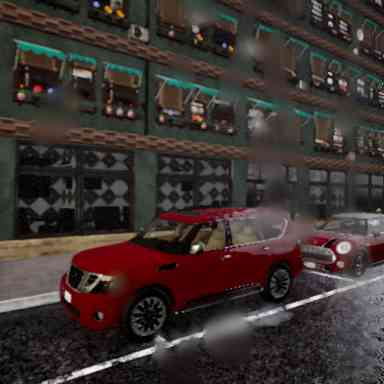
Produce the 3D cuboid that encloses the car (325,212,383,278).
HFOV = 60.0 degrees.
[{"bbox_3d":[4.771,1.382,9.928,4.097,1.590,1.967,0,1,-35],"label":"car"}]

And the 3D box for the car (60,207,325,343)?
[{"bbox_3d":[0.128,1.292,6.621,5.009,1.841,2.192,0,1,-35],"label":"car"}]
